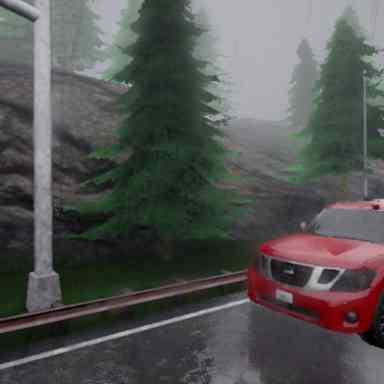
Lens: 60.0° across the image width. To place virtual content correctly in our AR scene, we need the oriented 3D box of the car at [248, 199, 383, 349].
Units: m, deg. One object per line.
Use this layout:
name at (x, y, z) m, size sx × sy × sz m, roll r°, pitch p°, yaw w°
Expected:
car at (3.621, 1.178, 6.552) m, size 5.566 × 2.045 × 2.150 m, roll 0°, pitch 0°, yaw -35°
